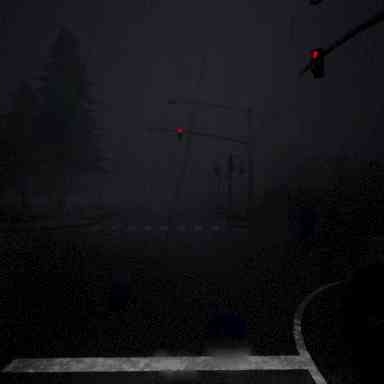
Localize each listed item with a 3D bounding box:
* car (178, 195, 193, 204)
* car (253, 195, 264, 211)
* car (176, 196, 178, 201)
[{"bbox_3d":[-0.873,1.518,60.836,2.033,1.411,5.357,0,0,-7],"label":"car"},{"bbox_3d":[8.887,1.144,36.211,4.605,1.855,1.932,0,0,-1],"label":"car"},{"bbox_3d":[-2.161,1.327,71.021,1.812,1.442,4.674,0,0,-13],"label":"car"}]
